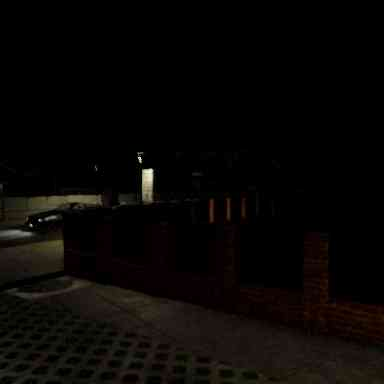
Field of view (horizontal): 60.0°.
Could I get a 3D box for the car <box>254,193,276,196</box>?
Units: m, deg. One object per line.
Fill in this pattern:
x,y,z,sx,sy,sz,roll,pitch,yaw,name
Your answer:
7.440,0.802,34.621,5.008,1.535,1.882,-2,1,-43,car

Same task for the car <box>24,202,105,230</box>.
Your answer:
-6.768,1.304,19.527,2.033,1.411,5.357,1,2,40,car

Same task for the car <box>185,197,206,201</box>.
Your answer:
0.047,1.136,27.258,1.895,1.301,4.718,1,2,43,car
